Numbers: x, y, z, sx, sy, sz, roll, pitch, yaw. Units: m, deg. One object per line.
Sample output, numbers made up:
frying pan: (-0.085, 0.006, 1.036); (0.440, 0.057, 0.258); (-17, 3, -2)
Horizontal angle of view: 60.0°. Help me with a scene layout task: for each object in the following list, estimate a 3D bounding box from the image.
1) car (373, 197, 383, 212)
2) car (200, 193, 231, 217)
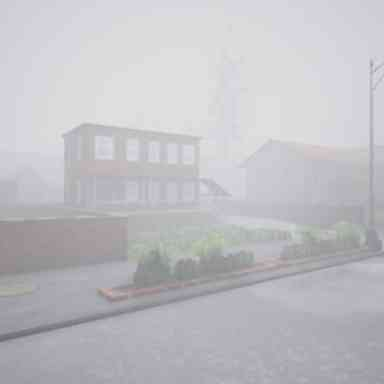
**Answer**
car: (17.798, 1.211, 33.491); (1.845, 1.501, 3.633); (0, 0, -35)
car: (1.063, 1.007, 24.324); (3.866, 1.878, 1.905); (0, 0, -35)
